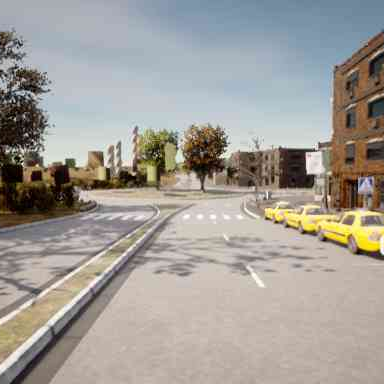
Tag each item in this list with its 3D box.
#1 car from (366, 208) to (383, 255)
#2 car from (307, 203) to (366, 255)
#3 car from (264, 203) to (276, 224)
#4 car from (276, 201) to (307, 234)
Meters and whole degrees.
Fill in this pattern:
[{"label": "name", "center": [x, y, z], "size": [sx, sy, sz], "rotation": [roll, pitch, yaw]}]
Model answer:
[{"label": "car", "center": [6.472, 1.172, 7.118], "size": [2.435, 2.045, 5.566], "rotation": [0, 0, 0]}, {"label": "car", "center": [6.475, 1.420, 12.927], "size": [1.946, 1.575, 5.366], "rotation": [0, 0, 0]}, {"label": "car", "center": [6.485, 1.421, 23.975], "size": [1.946, 1.575, 5.366], "rotation": [0, 0, 0]}, {"label": "car", "center": [6.475, 1.419, 18.452], "size": [1.946, 1.575, 5.366], "rotation": [0, 0, 0]}]
